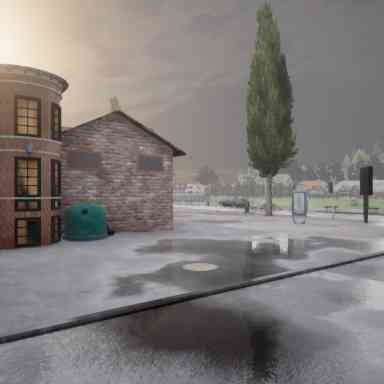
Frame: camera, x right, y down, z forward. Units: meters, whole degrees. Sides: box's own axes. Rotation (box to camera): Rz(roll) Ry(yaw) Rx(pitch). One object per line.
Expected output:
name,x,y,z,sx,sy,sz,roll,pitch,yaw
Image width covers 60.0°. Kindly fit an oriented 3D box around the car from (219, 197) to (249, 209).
car,5.687,1.491,45.939,2.128,1.511,4.902,0,0,-36
